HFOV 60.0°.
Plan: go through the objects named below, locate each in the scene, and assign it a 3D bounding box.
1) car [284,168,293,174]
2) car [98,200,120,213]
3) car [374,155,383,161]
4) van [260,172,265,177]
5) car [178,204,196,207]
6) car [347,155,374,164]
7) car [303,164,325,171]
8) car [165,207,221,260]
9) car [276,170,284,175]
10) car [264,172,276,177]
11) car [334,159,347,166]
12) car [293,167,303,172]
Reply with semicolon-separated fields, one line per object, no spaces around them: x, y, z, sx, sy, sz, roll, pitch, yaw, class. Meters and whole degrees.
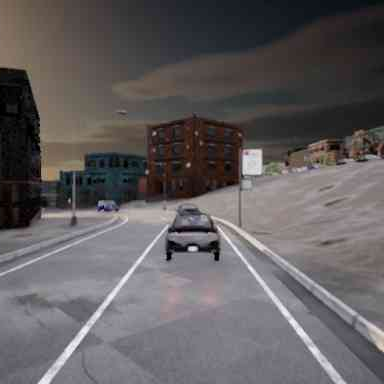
21.269;-4.254;68.815;2.185;1.767;4.553;0;0;-1;car
-13.572;2.352;53.914;2.150;2.045;5.566;0;-2;-33;car
22.103;-3.735;35.651;2.002;1.452;4.674;0;1;-2;car
20.797;-4.515;90.744;1.878;1.987;4.442;0;0;-1;van
-0.423;1.734;27.676;1.837;1.490;4.892;0;-1;-6;car
21.871;-3.857;41.193;2.231;1.521;4.892;0;1;-1;car
21.509;-4.152;57.649;2.185;1.767;4.553;0;1;-1;car
0.047;1.537;12.585;2.128;1.511;4.902;0;0;1;car
21.151;-4.300;74.334;2.185;1.767;4.553;0;0;-1;car
20.913;-4.255;85.349;2.231;1.521;4.892;0;0;-1;car
21.744;-3.922;46.711;2.231;1.521;4.892;0;1;-1;car
21.391;-4.036;63.142;2.002;1.452;4.674;0;1;-1;car
